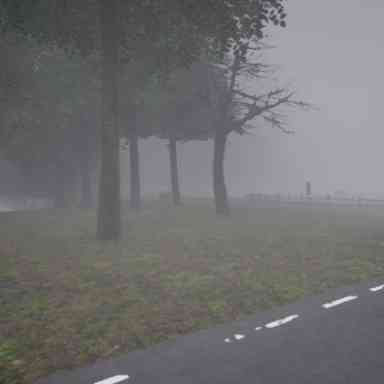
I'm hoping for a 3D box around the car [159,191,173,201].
[{"bbox_3d":[-4.028,0.536,58.565,2.097,1.767,4.553,-1,2,-35],"label":"car"}]
